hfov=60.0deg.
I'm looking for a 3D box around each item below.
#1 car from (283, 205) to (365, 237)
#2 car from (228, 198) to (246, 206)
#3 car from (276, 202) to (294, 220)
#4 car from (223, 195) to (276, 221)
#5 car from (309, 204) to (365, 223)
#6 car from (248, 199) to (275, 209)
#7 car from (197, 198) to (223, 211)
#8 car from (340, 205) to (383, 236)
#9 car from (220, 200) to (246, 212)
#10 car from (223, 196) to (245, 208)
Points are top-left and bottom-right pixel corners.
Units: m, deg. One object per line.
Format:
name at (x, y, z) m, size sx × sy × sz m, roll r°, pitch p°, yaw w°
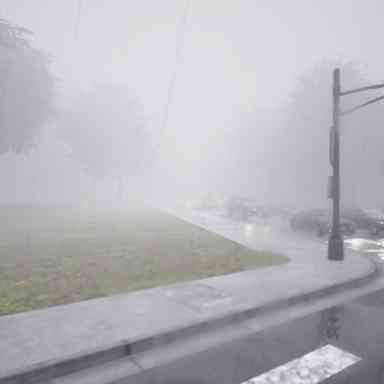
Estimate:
car at (7.125, 1.637, 18.484) m, size 1.994 × 1.385 × 4.181 m, roll 0°, pitch 0°, yaw -12°
car at (8.146, 1.813, 60.282) m, size 1.994 × 1.385 × 4.181 m, roll 0°, pitch 0°, yaw -12°
car at (8.113, 1.620, 29.292) m, size 2.128 × 1.511 × 4.902 m, roll 0°, pitch 0°, yaw -12°
car at (4.821, 1.326, 29.092) m, size 2.150 × 2.045 × 5.566 m, roll 0°, pitch 0°, yaw -13°
car at (11.973, 1.752, 27.888) m, size 1.895 × 1.301 × 4.718 m, roll 0°, pitch 0°, yaw -13°
car at (10.346, 1.780, 50.129) m, size 2.033 × 1.411 × 5.357 m, roll 0°, pitch 0°, yaw -12°
car at (2.073, 1.494, 41.900) m, size 2.097 × 1.767 × 4.553 m, roll 0°, pitch -1°, yaw -12°
car at (10.220, 1.626, 19.536) m, size 1.812 × 1.442 × 4.674 m, roll 0°, pitch 0°, yaw -12°
car at (5.202, 1.729, 42.791) m, size 1.994 × 1.385 × 4.181 m, roll 0°, pitch 0°, yaw -12°
car at (6.542, 1.563, 52.472) m, size 2.097 × 1.767 × 4.553 m, roll 0°, pitch 0°, yaw -12°
